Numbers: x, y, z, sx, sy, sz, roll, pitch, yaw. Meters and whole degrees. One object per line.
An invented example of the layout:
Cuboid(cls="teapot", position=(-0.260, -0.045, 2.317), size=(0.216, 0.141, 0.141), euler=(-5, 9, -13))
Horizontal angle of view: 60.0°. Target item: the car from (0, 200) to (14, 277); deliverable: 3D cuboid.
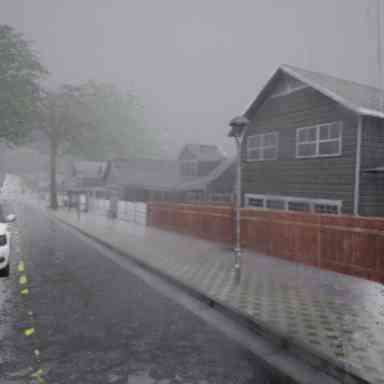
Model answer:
Cuboid(cls="car", position=(-6.664, 1.222, 9.973), size=(2.150, 2.045, 5.566), euler=(1, 0, -28))
